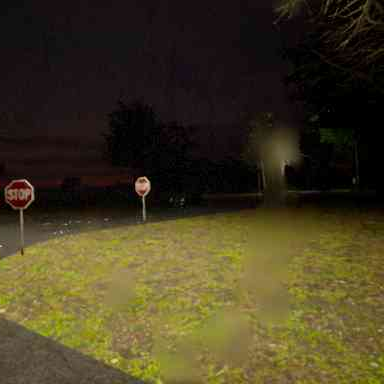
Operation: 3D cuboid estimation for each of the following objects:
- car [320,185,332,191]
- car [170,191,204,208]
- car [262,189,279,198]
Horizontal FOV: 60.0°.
[{"bbox_3d":[31.685,-0.963,78.537,1.882,1.535,5.008,-3,0,32],"label":"car"},{"bbox_3d":[-0.587,0.812,37.917,2.097,1.767,4.553,-3,0,34],"label":"car"},{"bbox_3d":[14.071,0.157,59.428,2.128,1.511,4.902,-3,1,34],"label":"car"}]
